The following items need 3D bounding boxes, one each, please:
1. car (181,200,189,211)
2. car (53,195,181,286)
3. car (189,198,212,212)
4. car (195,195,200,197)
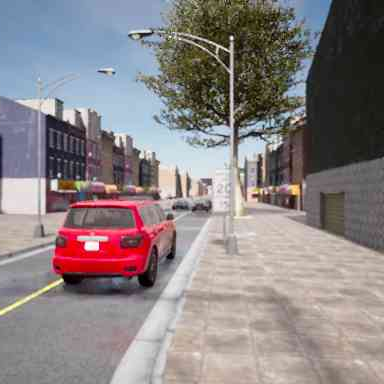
[{"bbox_3d":[-1.392,1.695,43.472,1.994,1.385,4.181,0,0,6],"label":"car"},{"bbox_3d":[-1.831,1.228,9.608,2.150,2.045,5.566,0,0,5],"label":"car"},{"bbox_3d":[1.086,1.643,39.782,1.812,1.442,4.674,0,0,6],"label":"car"},{"bbox_3d":[2.012,1.645,50.030,2.128,1.511,4.902,0,0,6],"label":"car"}]
